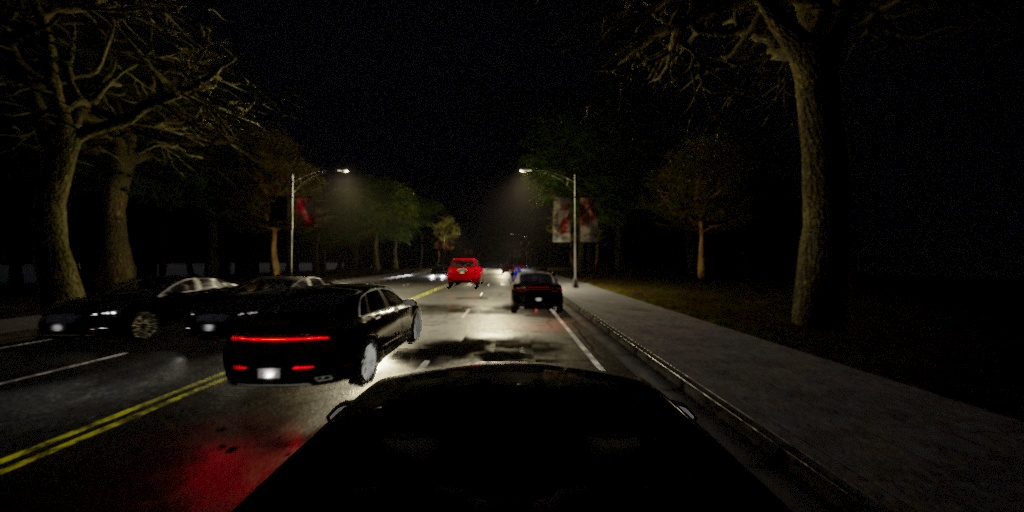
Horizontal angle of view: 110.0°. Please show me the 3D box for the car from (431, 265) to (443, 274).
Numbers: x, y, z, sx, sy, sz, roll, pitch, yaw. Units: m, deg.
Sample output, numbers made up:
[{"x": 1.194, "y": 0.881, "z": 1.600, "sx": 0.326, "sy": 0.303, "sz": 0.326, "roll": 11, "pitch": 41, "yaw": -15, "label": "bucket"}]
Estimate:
[{"x": -10.324, "y": 1.888, "z": 51.384, "sx": 1.895, "sy": 1.301, "sz": 4.718, "roll": 0, "pitch": -1, "yaw": -1, "label": "car"}]

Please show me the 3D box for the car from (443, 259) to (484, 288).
[{"x": -3.328, "y": 1.217, "z": 26.355, "sx": 2.150, "sy": 2.045, "sz": 5.566, "roll": 0, "pitch": -1, "yaw": -1, "label": "car"}]

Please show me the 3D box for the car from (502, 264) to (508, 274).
[{"x": -0.461, "y": 1.819, "z": 51.923, "sx": 1.812, "sy": 1.442, "sz": 4.674, "roll": 0, "pitch": -1, "yaw": 0, "label": "car"}]

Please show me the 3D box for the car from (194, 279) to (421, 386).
[{"x": -3.177, "y": 1.303, "z": 7.087, "sx": 1.837, "sy": 1.490, "sz": 4.892, "roll": 0, "pitch": -1, "yaw": 0, "label": "car"}]

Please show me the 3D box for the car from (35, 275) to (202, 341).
[{"x": -9.898, "y": 1.321, "z": 10.247, "sx": 2.128, "sy": 1.511, "sz": 4.902, "roll": 0, "pitch": -1, "yaw": 0, "label": "car"}]

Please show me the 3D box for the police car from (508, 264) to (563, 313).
[{"x": 0.897, "y": 1.299, "z": 14.852, "sx": 1.930, "sy": 1.638, "sz": 5.238, "roll": 0, "pitch": -1, "yaw": 0, "label": "police car"}]

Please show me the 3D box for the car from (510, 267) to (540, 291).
[{"x": 0.813, "y": 1.503, "z": 24.752, "sx": 1.812, "sy": 1.442, "sz": 4.674, "roll": 0, "pitch": -1, "yaw": -1, "label": "car"}]

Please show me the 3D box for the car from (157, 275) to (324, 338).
[{"x": -6.648, "y": 1.321, "z": 10.294, "sx": 2.128, "sy": 1.511, "sz": 4.902, "roll": 0, "pitch": -1, "yaw": 0, "label": "car"}]
